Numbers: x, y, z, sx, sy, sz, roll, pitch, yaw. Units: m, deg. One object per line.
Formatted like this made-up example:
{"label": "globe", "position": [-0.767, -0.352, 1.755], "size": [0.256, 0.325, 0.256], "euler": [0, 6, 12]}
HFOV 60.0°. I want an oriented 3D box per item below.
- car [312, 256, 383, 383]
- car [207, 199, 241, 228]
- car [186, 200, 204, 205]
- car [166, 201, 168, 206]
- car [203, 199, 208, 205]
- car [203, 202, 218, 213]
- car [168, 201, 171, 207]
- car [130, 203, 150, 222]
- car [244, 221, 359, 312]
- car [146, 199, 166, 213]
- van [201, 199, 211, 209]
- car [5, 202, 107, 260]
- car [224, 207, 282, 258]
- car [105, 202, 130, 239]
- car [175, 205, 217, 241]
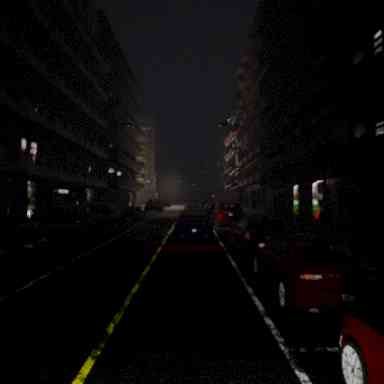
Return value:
{"label": "car", "position": [2.583, 1.572, 2.195], "size": [1.887, 1.381, 4.507], "euler": [1, -1, 0]}
{"label": "car", "position": [2.553, 1.605, 24.320], "size": [2.192, 1.841, 5.009], "euler": [1, -1, 0]}
{"label": "car", "position": [0.100, 1.918, 36.104], "size": [1.882, 1.535, 5.008], "euler": [0, -1, 0]}
{"label": "car", "position": [-5.301, 2.202, 52.026], "size": [1.887, 1.381, 4.507], "euler": [1, -1, 0]}
{"label": "car", "position": [2.549, 1.871, 35.381], "size": [1.967, 1.590, 4.097], "euler": [1, -1, 0]}
{"label": "car", "position": [2.545, 2.162, 46.441], "size": [1.802, 1.307, 4.206], "euler": [1, -1, 0]}
{"label": "car", "position": [-5.303, 2.483, 68.618], "size": [1.802, 1.307, 4.206], "euler": [1, -1, 0]}
{"label": "car", "position": [-5.300, 1.926, 29.907], "size": [1.947, 1.339, 4.313], "euler": [1, -1, 0]}
{"label": "car", "position": [2.583, 1.636, 7.725], "size": [1.887, 1.381, 4.507], "euler": [1, -1, 0]}
{"label": "car", "position": [-5.295, 1.895, 46.499], "size": [2.192, 1.841, 5.009], "euler": [1, -1, 0]}
{"label": "van", "position": [2.549, 2.159, 63.037], "size": [1.690, 1.788, 3.998], "euler": [1, -1, 0]}
{"label": "car", "position": [-5.292, 1.472, 13.319], "size": [2.192, 1.841, 5.009], "euler": [1, -1, 0]}
{"label": "car", "position": [2.592, 1.596, 13.257], "size": [1.967, 1.590, 4.097], "euler": [1, -1, 0]}
{"label": "car", "position": [-5.292, 1.538, 18.848], "size": [2.192, 1.841, 5.009], "euler": [1, -1, 0]}
{"label": "car", "position": [0.098, 1.692, 18.152], "size": [1.882, 1.535, 5.008], "euler": [0, -1, 0]}
